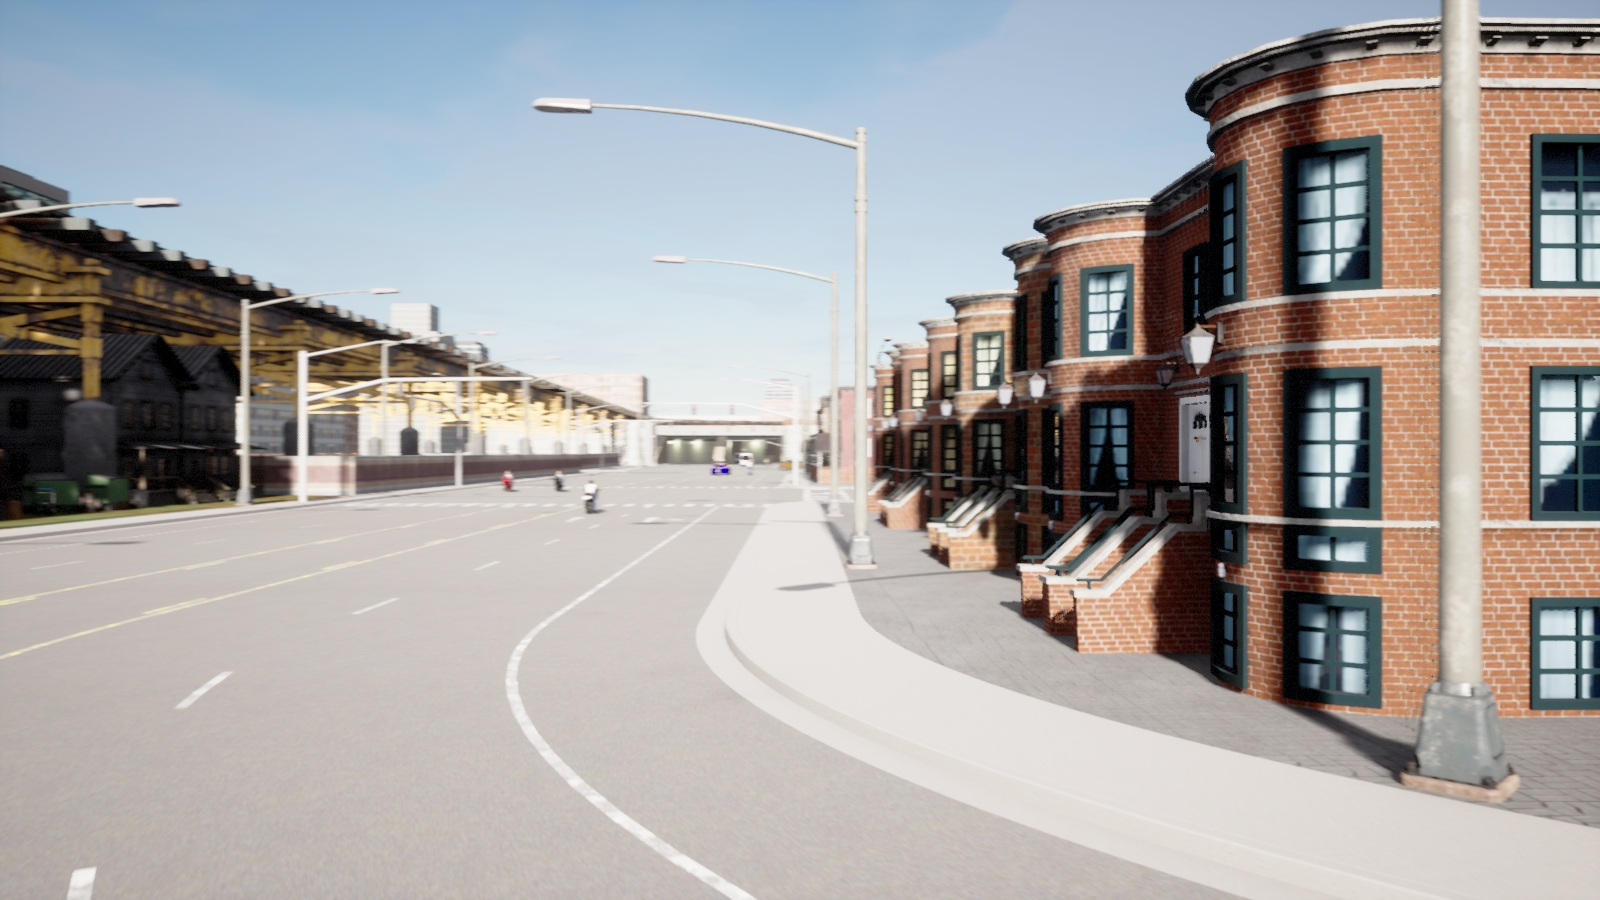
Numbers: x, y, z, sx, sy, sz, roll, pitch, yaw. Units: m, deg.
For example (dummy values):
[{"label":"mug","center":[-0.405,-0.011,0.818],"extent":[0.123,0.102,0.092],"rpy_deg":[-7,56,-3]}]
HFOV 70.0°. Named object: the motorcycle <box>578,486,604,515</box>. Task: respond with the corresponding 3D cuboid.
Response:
[{"label":"motorcycle","center":[-9.427,2.244,51.525],"extent":[0.803,1.224,2.033],"rpy_deg":[0,0,0]}]
